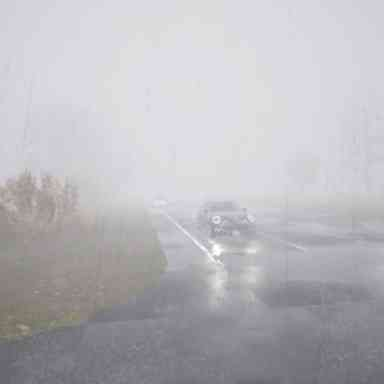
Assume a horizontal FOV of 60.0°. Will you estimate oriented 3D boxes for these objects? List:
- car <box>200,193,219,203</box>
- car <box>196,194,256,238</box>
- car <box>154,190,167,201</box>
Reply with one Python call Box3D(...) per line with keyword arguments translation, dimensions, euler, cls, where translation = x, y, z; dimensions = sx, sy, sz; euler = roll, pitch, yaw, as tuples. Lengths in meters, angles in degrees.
Box3D(translation=(2.719, 0.901, 52.937), dimensions=(1.895, 1.301, 4.718), euler=(-1, 1, -9), cls="car")
Box3D(translation=(1.543, 1.162, 16.498), dimensions=(2.097, 1.767, 4.553), euler=(-1, 1, -9), cls="car")
Box3D(translation=(-5.925, 0.897, 61.744), dimensions=(2.128, 1.511, 4.902), euler=(-2, 1, -8), cls="car")
